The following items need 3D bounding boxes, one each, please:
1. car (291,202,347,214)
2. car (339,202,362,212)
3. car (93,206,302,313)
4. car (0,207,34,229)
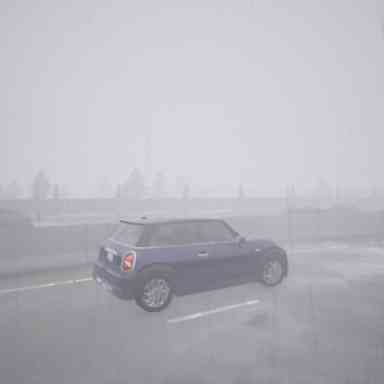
[{"bbox_3d":[6.138,1.501,19.346,5.357,1.411,2.033,0,0,-26],"label":"car"},{"bbox_3d":[10.730,1.475,25.190,4.674,1.442,1.812,0,0,-22],"label":"car"},{"bbox_3d":[0.154,1.323,7.796,4.553,1.767,2.097,0,0,-33],"label":"car"},{"bbox_3d":[-10.705,1.461,17.616,4.181,1.385,1.994,0,0,-34],"label":"car"}]
